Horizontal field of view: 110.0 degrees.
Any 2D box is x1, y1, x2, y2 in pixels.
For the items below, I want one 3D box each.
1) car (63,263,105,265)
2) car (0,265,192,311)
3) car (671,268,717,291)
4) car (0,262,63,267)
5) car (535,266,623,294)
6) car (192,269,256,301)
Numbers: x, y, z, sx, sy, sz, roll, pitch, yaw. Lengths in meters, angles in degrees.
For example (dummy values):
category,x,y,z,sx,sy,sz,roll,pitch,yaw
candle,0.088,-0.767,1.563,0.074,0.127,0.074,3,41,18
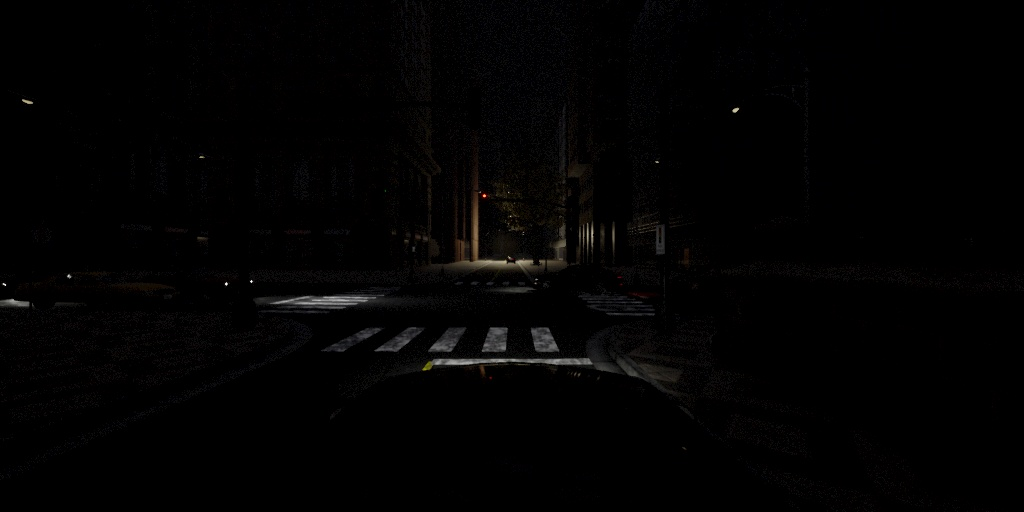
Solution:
category,x,y,z,sx,sy,sz,roll,pitch,yaw
car,-26.358,1.065,21.645,4.313,1.339,1.948,0,0,0
car,-14.965,1.146,13.083,4.829,1.417,1.751,0,0,0
car,11.877,1.381,21.521,4.403,1.370,2.007,0,0,0
car,-23.846,1.076,15.774,5.357,1.411,2.033,1,0,0
car,3.699,1.271,20.174,4.892,1.490,1.837,1,1,21
car,-14.102,1.231,15.741,4.718,1.301,1.895,1,0,0
